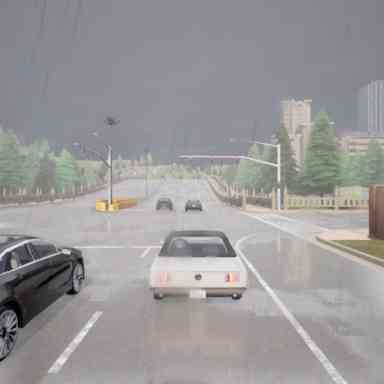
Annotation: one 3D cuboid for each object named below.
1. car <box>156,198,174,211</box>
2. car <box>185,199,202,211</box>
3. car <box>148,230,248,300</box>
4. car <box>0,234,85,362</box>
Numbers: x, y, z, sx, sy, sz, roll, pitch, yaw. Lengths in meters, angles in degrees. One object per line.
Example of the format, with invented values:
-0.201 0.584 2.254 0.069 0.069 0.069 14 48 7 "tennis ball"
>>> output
-3.310 1.504 41.224 1.837 1.490 4.892 0 0 0 "car"
0.191 1.563 40.706 1.994 1.385 4.181 0 0 0 "car"
0.117 1.601 8.358 1.895 1.301 4.718 0 0 0 "car"
-3.387 1.491 5.824 2.128 1.511 4.902 0 0 0 "car"
